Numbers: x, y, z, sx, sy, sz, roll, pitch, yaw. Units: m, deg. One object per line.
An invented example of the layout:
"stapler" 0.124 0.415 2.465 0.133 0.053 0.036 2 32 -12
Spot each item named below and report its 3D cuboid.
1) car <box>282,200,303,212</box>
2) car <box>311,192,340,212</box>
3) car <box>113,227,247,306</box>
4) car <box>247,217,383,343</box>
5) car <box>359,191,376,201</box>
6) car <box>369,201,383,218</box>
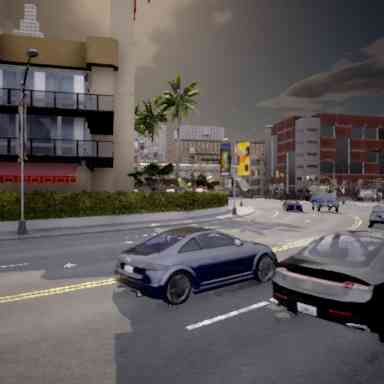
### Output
"car" 11.564 1.656 38.320 1.895 1.301 4.718 0 0 10
"car" 15.014 1.033 37.731 2.150 2.045 5.566 0 0 10
"car" 0.232 1.564 8.166 4.181 1.385 1.994 0 0 -39
"car" 3.539 1.493 6.400 4.902 1.511 2.128 0 0 -40
"car" 36.678 1.261 70.953 2.185 1.767 4.553 0 0 -14
"car" 12.856 1.550 22.107 2.033 1.411 5.357 0 0 31
